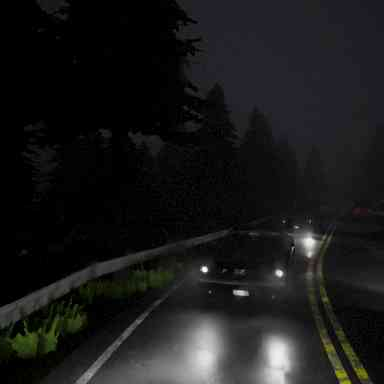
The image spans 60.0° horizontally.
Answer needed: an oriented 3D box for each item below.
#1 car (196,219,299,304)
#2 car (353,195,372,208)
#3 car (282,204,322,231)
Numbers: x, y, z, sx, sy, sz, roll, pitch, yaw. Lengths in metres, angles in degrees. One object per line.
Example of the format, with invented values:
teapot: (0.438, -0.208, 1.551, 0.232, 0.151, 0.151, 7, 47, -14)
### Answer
car: (1.603, 1.599, 8.424, 1.895, 1.301, 4.718, -1, 0, 18)
car: (20.688, 1.060, 40.215, 2.128, 1.511, 4.902, -2, 0, 28)
car: (6.702, 1.461, 20.057, 2.033, 1.411, 5.357, -2, 0, 26)
